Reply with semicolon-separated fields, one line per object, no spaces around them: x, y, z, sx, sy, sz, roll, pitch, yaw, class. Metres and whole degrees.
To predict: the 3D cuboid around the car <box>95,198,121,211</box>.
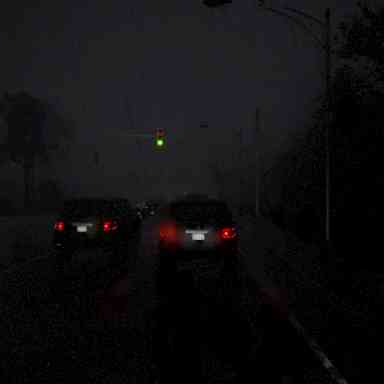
-10.110;1.498;40.210;1.994;1.385;4.181;0;0;1;car

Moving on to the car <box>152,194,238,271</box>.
0.185;1.205;10.983;2.150;2.045;5.566;0;0;1;car

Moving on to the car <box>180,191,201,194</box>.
0.400;1.176;27.504;2.150;2.045;5.566;0;0;1;car

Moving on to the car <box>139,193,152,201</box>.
-9.590;1.035;68.850;1.994;1.385;4.181;0;2;1;car

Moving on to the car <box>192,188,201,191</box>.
0.935;0.736;70.489;2.097;1.767;4.553;0;3;1;car

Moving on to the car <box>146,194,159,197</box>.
-6.480;1.413;48.408;2.128;1.511;4.902;0;0;1;car

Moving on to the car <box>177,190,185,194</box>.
-2.570;0.940;70.165;2.033;1.411;5.357;0;3;1;car

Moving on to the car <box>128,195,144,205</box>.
-9.775;1.341;58.726;1.882;1.535;5.008;0;1;1;car

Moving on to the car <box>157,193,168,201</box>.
-6.091;1.039;68.797;1.994;1.385;4.181;0;3;1;car

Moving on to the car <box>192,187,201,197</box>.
1.084;-0.089;80.541;2.150;2.045;5.566;0;3;1;car

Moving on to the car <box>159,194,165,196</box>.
-6.279;1.412;58.685;2.033;1.411;5.357;0;1;1;car

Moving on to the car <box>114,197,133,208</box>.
-9.972;1.446;48.890;1.812;1.442;4.674;0;0;1;car

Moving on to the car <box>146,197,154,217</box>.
-3.084;1.445;28.651;2.128;1.511;4.902;0;0;1;car

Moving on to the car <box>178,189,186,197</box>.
-2.416;0.165;80.577;1.882;1.535;5.008;0;3;1;car

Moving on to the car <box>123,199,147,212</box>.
-6.626;1.537;39.240;1.895;1.301;4.718;0;0;1;car

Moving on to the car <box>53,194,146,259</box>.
-3.319;1.201;12.707;2.150;2.045;5.566;0;0;0;car
